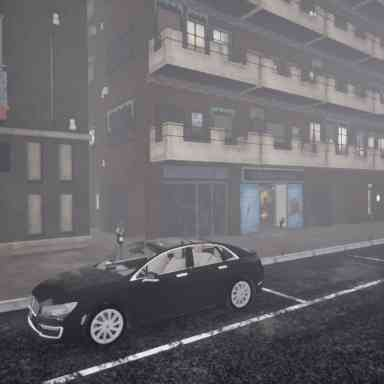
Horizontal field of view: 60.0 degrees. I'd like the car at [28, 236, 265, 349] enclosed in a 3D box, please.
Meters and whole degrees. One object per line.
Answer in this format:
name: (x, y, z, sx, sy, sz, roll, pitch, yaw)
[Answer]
car: (-0.576, 1.550, 6.130, 4.403, 1.369, 2.008, 0, -1, -35)
